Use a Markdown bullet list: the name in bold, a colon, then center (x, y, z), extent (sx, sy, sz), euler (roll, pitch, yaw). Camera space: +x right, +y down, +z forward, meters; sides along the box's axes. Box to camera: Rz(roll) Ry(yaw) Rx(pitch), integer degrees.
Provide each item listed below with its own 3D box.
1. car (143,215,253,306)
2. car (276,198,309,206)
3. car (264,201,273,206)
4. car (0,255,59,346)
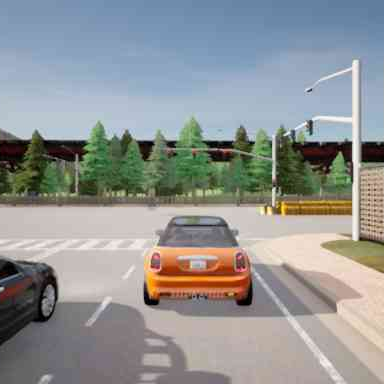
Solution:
- **car**: center (0.127, 1.346, 8.200), extent (2.097, 1.767, 4.553), euler (0, 0, 0)
- **car**: center (11.956, 1.575, 36.749), extent (4.718, 1.301, 1.895), euler (0, 0, -3)
- **car**: center (11.888, 1.496, 43.786), extent (4.674, 1.442, 1.812), euler (0, 0, -2)
- **car**: center (-3.400, 1.502, 4.323), extent (1.837, 1.490, 4.892), euler (0, 0, 0)
